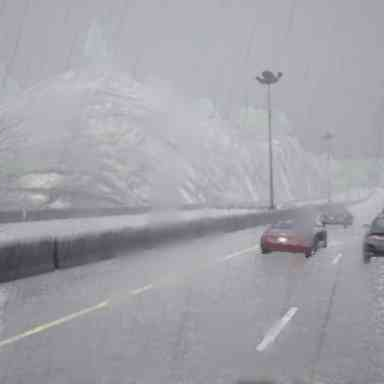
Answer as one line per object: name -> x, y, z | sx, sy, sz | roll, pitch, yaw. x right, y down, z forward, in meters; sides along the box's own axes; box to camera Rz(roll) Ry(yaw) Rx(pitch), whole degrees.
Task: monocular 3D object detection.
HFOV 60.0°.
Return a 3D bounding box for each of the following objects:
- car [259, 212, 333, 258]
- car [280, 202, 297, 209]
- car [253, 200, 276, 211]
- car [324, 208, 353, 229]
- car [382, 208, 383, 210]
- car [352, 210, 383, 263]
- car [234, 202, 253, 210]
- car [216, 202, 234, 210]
car -> 4.324, 1.732, 13.816 | 1.994, 1.385, 4.181 | -1, -1, 31
car -> 15.618, 2.344, 53.711 | 1.994, 1.385, 4.181 | -1, -1, 31
car -> 12.310, 2.166, 54.997 | 2.097, 1.767, 4.553 | -1, -1, 31
car -> 10.751, 1.872, 24.718 | 2.033, 1.411, 5.357 | -1, -1, 31
car -> 14.998, 1.878, 24.969 | 1.994, 1.385, 4.181 | -1, -1, 31
car -> 7.203, 1.617, 11.818 | 2.128, 1.511, 4.902 | -1, -1, 31
car -> 9.341, 2.417, 56.835 | 1.994, 1.385, 4.181 | -1, -1, 31
car -> 6.107, 2.434, 58.220 | 2.033, 1.411, 5.357 | -1, -1, 31
